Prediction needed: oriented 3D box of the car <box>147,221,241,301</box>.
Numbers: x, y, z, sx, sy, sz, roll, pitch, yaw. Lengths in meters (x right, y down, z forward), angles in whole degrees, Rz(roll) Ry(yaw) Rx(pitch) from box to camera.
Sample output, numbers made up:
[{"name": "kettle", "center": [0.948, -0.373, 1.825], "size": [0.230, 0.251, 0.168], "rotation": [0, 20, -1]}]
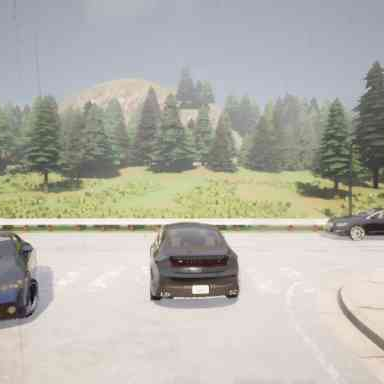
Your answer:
[{"name": "car", "center": [-0.115, 1.505, 8.400], "size": [1.837, 1.490, 4.892], "rotation": [0, 0, -6]}]

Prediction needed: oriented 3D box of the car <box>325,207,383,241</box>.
[{"name": "car", "center": [9.012, 1.491, 16.011], "size": [4.902, 1.511, 2.128], "rotation": [0, 0, 0]}]

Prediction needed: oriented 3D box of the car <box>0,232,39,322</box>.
[{"name": "car", "center": [-4.315, 1.562, 6.845], "size": [1.994, 1.385, 4.181], "rotation": [0, 0, -23]}]
